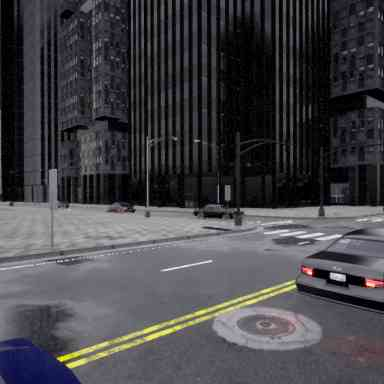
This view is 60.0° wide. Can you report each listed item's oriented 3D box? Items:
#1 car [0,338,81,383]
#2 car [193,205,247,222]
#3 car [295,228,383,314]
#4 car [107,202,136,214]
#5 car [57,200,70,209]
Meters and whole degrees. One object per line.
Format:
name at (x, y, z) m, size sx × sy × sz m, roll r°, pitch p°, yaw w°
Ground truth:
car at (-2.642, 1.601, 1.179) m, size 4.718 × 1.301 × 1.895 m, roll 0°, pitch 0°, yaw -42°
car at (2.319, 1.762, 28.265) m, size 1.895 × 1.301 × 4.718 m, roll 0°, pitch 0°, yaw -44°
car at (4.435, 1.547, 7.545) m, size 5.357 × 1.411 × 2.033 m, roll 0°, pitch 0°, yaw -42°
car at (-8.552, 1.892, 40.274) m, size 1.994 × 1.385 × 4.181 m, roll 0°, pitch 0°, yaw -42°
car at (-22.051, 2.057, 55.442) m, size 1.837 × 1.490 × 4.892 m, roll 0°, pitch -1°, yaw -42°
